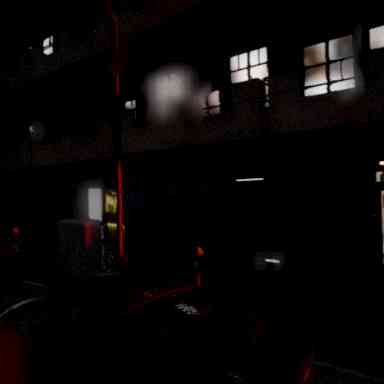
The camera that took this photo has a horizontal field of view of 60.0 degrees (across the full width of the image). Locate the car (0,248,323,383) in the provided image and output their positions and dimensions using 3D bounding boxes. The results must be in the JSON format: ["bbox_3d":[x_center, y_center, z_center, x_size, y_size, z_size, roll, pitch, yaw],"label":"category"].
[{"bbox_3d":[-0.992,1.571,3.599,4.507,1.381,1.887,-1,-1,36],"label":"car"}]

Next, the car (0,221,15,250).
[{"bbox_3d":[-5.503,1.395,6.820,5.009,1.841,2.192,-1,-1,36],"label":"car"}]
